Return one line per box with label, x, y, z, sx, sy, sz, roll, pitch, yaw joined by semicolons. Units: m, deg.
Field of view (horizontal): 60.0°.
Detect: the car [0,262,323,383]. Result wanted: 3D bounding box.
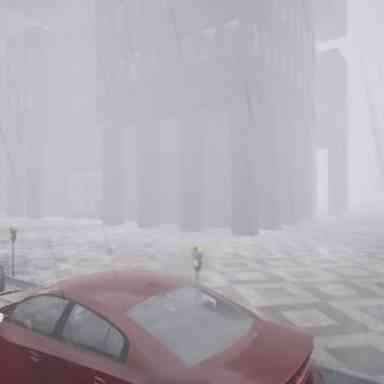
car;-0.975;1.557;3.659;4.507;1.381;1.887;0;0;35
